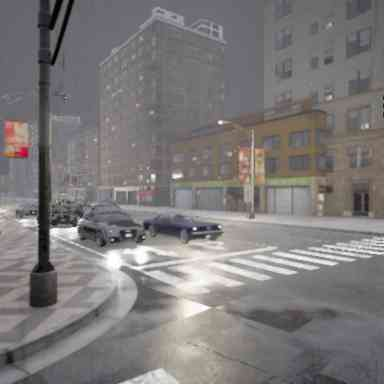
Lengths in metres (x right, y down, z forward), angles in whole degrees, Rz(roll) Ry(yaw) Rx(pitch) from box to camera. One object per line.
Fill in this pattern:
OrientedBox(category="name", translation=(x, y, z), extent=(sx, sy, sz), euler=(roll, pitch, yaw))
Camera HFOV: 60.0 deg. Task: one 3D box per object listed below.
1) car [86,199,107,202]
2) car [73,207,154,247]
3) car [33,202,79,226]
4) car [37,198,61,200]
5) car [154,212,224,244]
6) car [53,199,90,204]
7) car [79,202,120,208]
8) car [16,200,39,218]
OrientedBox(category="car", translation=(-8.929, 1.698, 34.068), extent=(1.812, 1.442, 4.674), euler=(0, 0, -36))
OrientedBox(category="car", translation=(-3.811, 1.643, 15.554), extent=(1.994, 1.385, 4.181), euler=(0, 0, -36))
OrientedBox(category="car", translation=(-9.628, 1.684, 23.607), extent=(1.994, 1.385, 4.181), euler=(0, 0, -36))
OrientedBox(category="car", translation=(-18.165, 1.544, 41.034), extent=(2.097, 1.767, 4.553), euler=(0, 0, -35))
OrientedBox(category="car", translation=(-0.540, 1.687, 16.575), extent=(1.895, 1.301, 4.718), euler=(0, 0, -36))
OrientedBox(category="car", translation=(-12.174, 1.710, 32.673), extent=(2.033, 1.411, 5.357), euler=(0, 0, -36))
OrientedBox(category="car", translation=(-6.194, 1.673, 24.391), extent=(2.033, 1.411, 5.357), euler=(0, 0, -36))
OrientedBox(category="car", translation=(-15.504, 1.719, 31.750), extent=(1.994, 1.385, 4.181), euler=(0, 0, -35))
